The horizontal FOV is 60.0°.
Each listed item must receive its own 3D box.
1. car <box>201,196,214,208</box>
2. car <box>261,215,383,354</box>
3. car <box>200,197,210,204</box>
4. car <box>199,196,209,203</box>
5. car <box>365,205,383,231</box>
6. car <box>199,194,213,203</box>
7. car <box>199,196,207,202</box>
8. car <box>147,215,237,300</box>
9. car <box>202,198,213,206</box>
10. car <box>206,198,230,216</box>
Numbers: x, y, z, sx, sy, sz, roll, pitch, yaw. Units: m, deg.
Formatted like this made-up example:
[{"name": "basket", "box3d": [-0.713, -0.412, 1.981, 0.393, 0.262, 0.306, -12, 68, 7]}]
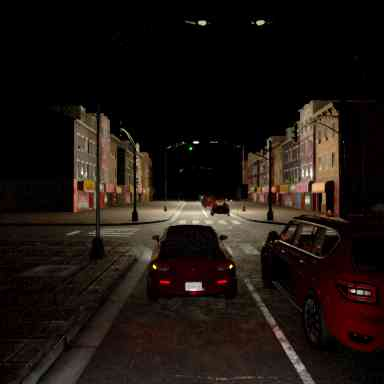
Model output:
[{"name": "car", "box3d": [2.690, 1.621, 48.841, 1.887, 1.381, 4.507, 1, 0, 0]}, {"name": "car", "box3d": [2.656, 1.318, 6.099, 2.192, 1.841, 5.009, 1, 0, 0]}, {"name": "car", "box3d": [2.709, 1.729, 70.591, 1.802, 1.307, 4.206, 0, 0, 0]}, {"name": "car", "box3d": [2.714, 1.719, 76.029, 2.008, 1.369, 4.403, 0, 0, 0]}, {"name": "car", "box3d": [13.561, 1.583, 20.681, 4.674, 1.442, 1.812, 0, -1, 0]}, {"name": "car", "box3d": [2.697, 1.406, 54.279, 2.192, 1.841, 5.009, 1, 0, 0]}, {"name": "car", "box3d": [2.723, 1.779, 86.904, 1.947, 1.339, 4.313, 0, 0, 0]}, {"name": "car", "box3d": [-0.043, 1.530, 8.264, 1.812, 1.442, 4.674, 0, 0, -2]}, {"name": "car", "box3d": [2.700, 1.691, 59.716, 1.802, 1.307, 4.206, 0, 0, 0]}, {"name": "car", "box3d": [2.676, 1.582, 32.530, 1.887, 1.381, 4.507, 1, 0, 0]}]
